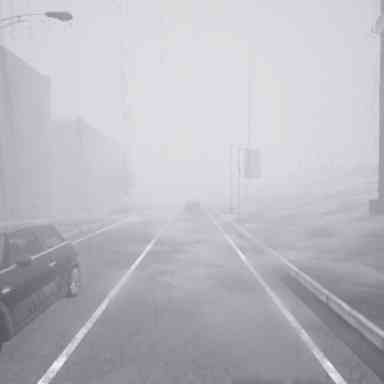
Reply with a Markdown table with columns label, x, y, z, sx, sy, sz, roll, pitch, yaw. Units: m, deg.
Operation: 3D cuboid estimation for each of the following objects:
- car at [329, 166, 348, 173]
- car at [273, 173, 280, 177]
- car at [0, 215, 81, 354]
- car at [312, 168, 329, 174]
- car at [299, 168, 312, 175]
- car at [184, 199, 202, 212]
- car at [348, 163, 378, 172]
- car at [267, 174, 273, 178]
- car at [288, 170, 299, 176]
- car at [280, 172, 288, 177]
| label | x | y | z | sx | sy | sz | roll | pitch | yaw |
| --- | --- | --- | --- | --- | --- | --- | --- | --- | --- |
| car | 24.249 | -3.430 | 52.499 | 2.002 | 1.452 | 4.674 | 0 | 1 | -7 |
| car | 21.878 | -3.977 | 80.248 | 2.231 | 1.521 | 4.892 | 0 | 1 | -1 |
| car | -3.498 | 1.350 | 5.426 | 2.097 | 1.767 | 4.553 | 0 | 0 | 0 |
| car | 23.548 | -3.542 | 57.973 | 2.163 | 1.488 | 4.792 | 0 | 1 | -6 |
| car | 22.929 | -3.802 | 63.664 | 2.185 | 1.767 | 4.553 | 0 | 1 | -5 |
| car | 0.096 | 1.512 | 38.425 | 1.812 | 1.442 | 4.674 | 0 | 0 | 0 |
| car | 25.053 | -3.369 | 47.138 | 2.231 | 1.521 | 4.892 | 0 | 1 | -9 |
| car | 21.751 | -4.056 | 85.766 | 2.231 | 1.521 | 4.892 | 0 | 1 | -1 |
| car | 22.462 | -3.778 | 69.170 | 2.097 | 1.535 | 5.008 | 0 | 1 | -4 |
| car | 22.111 | -3.840 | 74.707 | 2.002 | 1.452 | 4.674 | 0 | 1 | -2 |
